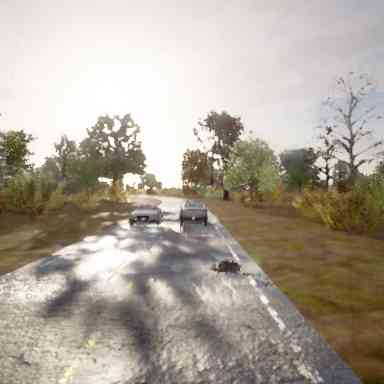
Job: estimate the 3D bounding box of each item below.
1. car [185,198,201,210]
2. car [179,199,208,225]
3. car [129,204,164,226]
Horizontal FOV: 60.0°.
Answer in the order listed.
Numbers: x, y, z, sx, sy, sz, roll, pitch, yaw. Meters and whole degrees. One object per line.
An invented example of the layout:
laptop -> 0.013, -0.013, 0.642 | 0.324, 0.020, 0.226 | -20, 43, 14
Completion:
car -> 0.099, 1.489, 41.860 | 1.895, 1.301, 4.718 | 0, 0, 0
car -> 0.100, 1.436, 23.390 | 2.128, 1.511, 4.902 | 0, 0, 0
car -> -3.071, 1.509, 22.937 | 1.994, 1.385, 4.181 | 0, 0, 0
